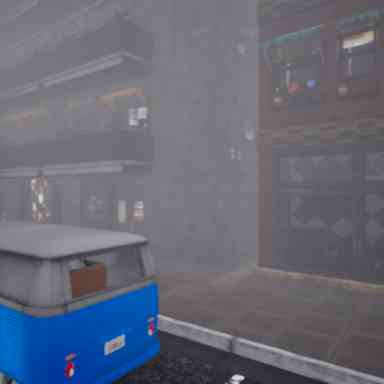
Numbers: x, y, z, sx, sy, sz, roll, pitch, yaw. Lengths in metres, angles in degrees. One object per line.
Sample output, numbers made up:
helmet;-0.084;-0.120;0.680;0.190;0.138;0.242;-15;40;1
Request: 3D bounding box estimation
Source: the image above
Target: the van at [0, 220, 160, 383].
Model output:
van;-2.304;1.339;4.517;3.998;1.788;1.690;0;0;36
